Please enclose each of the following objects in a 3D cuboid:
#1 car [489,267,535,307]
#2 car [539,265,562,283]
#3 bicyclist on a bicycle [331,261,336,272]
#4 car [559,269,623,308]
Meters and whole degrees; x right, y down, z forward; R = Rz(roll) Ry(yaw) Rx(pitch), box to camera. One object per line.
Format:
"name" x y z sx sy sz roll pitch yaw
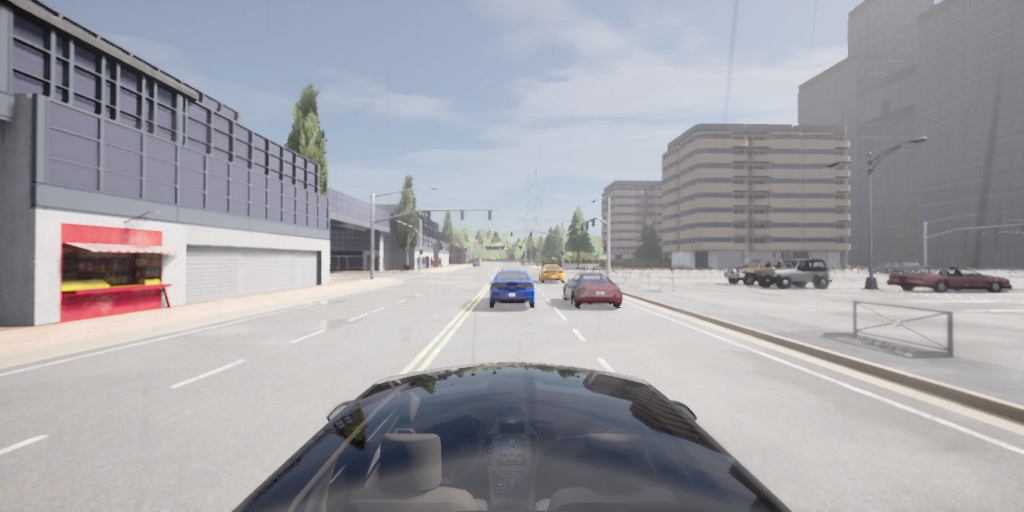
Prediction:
"car" 0.008 1.364 16.332 1.882 1.535 5.008 0 0 0
"car" 3.443 1.505 31.437 1.882 1.535 5.008 0 0 1
"bicyclist on a bicycle" -26.154 1.529 52.549 0.582 1.620 1.656 0 0 -1
"car" 3.506 1.449 16.178 1.994 1.385 4.181 0 0 0
